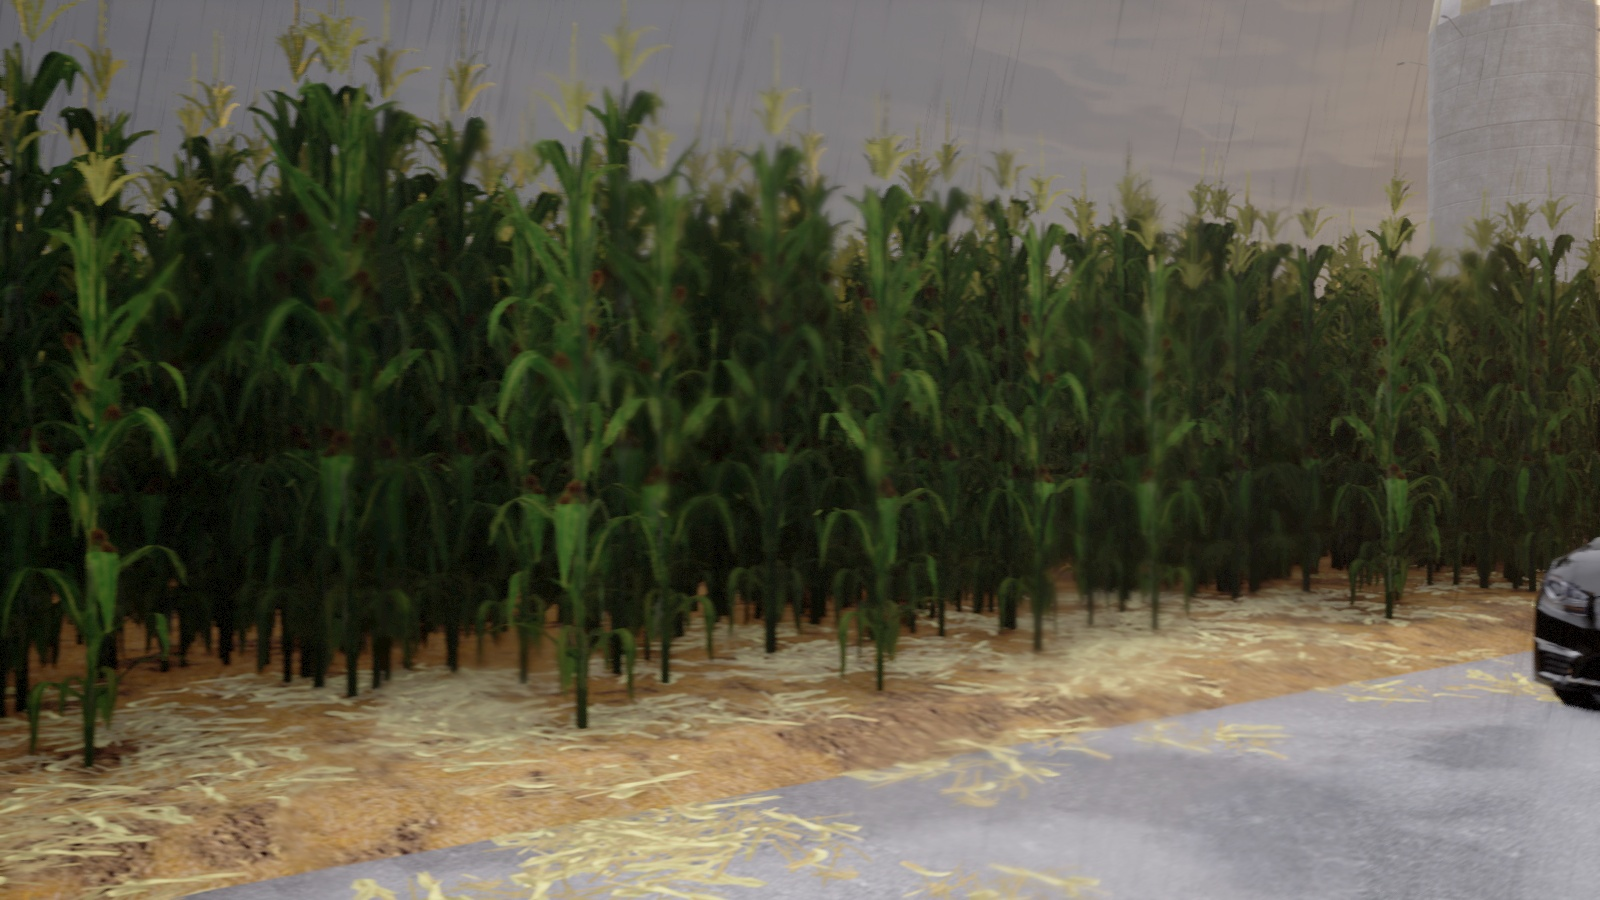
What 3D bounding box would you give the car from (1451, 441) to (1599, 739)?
[{"bbox_3d":[6.246,0.707,7.515,4.902,1.511,2.128,0,0,-35],"label":"car"}]
